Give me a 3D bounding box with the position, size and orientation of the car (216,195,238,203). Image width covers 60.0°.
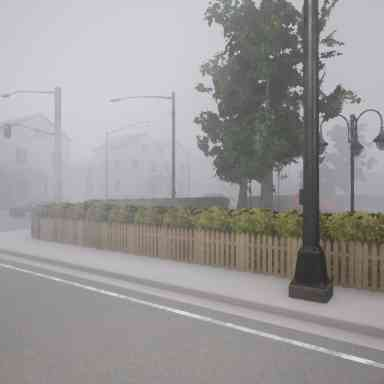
[{"bbox_3d":[6.147,1.206,58.062,1.994,1.385,4.181,0,0,35],"label":"car"}]

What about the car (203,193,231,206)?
[{"bbox_3d":[3.525,1.221,48.179,2.150,2.045,5.566,0,0,35],"label":"car"}]

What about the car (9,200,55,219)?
[{"bbox_3d":[-13.683,1.478,29.809,1.882,1.535,5.008,0,0,35],"label":"car"}]
